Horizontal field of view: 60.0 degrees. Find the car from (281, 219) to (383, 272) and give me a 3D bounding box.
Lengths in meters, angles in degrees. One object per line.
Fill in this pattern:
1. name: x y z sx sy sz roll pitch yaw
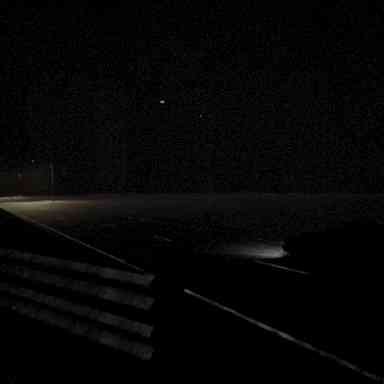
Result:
1. car: 5.081 1.481 9.235 2.033 1.411 5.357 0 0 -34
